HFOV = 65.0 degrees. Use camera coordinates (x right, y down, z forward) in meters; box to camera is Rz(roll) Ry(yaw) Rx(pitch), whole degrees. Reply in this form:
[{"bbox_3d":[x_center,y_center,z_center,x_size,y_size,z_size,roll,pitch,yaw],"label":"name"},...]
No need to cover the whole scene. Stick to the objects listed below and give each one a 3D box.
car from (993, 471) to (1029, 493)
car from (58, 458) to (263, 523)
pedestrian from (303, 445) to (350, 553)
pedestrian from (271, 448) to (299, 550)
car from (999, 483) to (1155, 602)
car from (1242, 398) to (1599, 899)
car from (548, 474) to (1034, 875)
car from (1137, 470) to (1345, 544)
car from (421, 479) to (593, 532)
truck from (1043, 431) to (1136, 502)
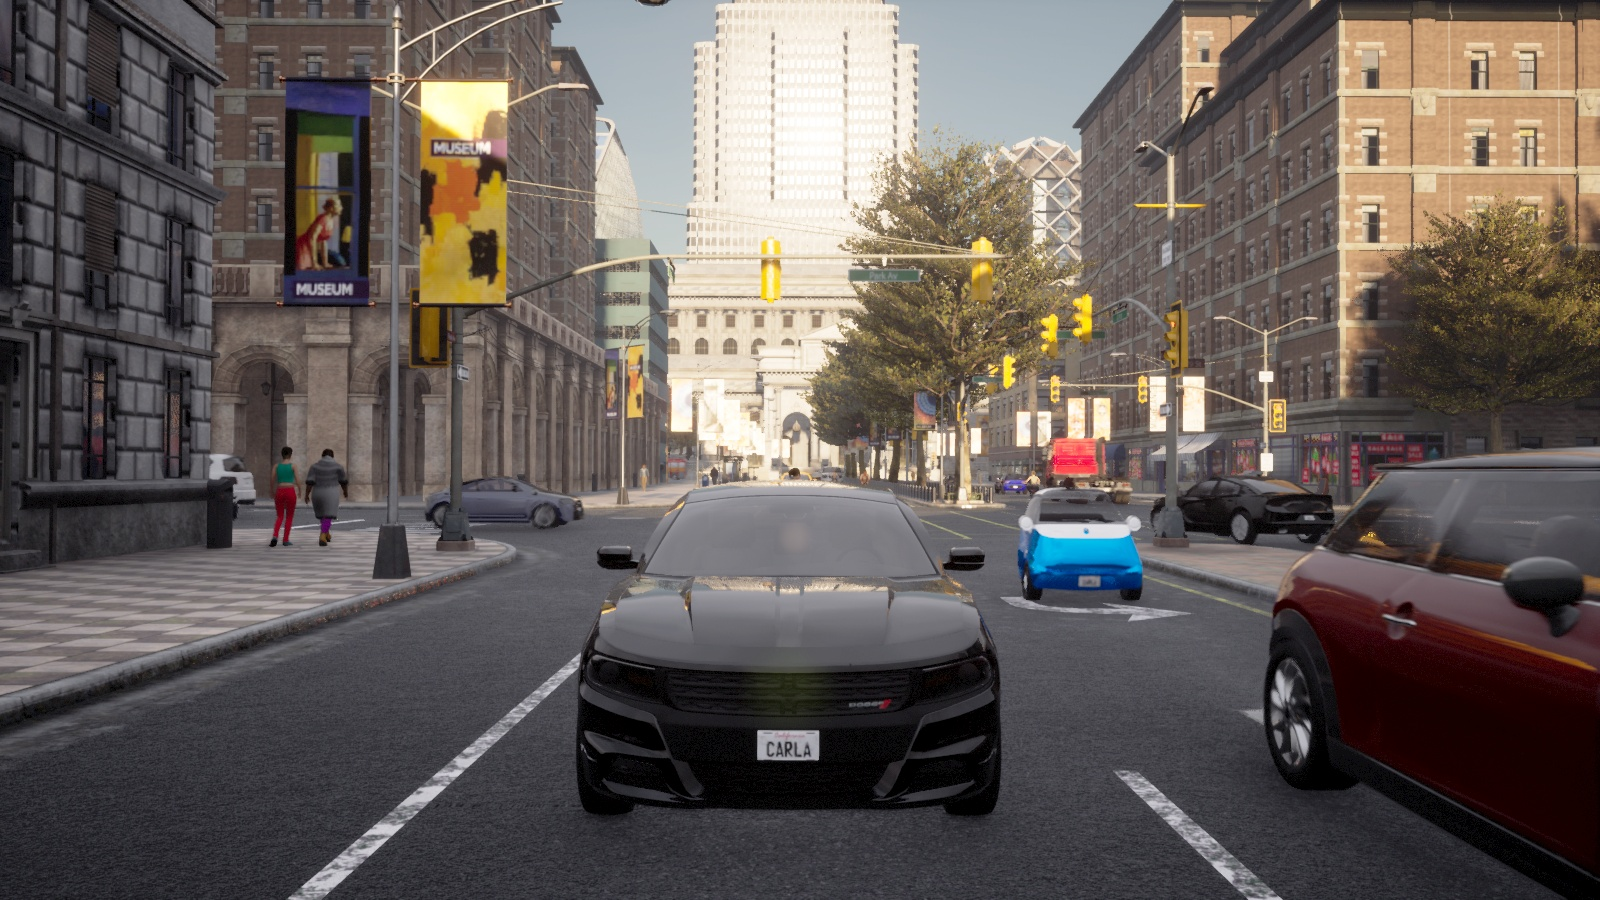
[{"bbox_3d":[14.748,2.243,87.976,1.816,1.474,4.193,0,-1,0],"label":"car"},{"bbox_3d":[-20.738,1.301,40.880,5.566,2.045,2.150,0,-1,-1],"label":"car"},{"bbox_3d":[-8.760,0.896,23.263,0.659,1.952,0.873,0,-1,-9],"label":"pedestrian"},{"bbox_3d":[-9.398,0.893,22.932,0.345,1.836,0.594,0,-1,-8],"label":"pedestrian"},{"bbox_3d":[3.435,1.123,15.896,1.481,1.376,2.207,0,-1,0],"label":"car"},{"bbox_3d":[3.462,0.736,4.535,2.097,1.767,4.553,0,-1,0],"label":"car"},{"bbox_3d":[-0.045,0.916,7.376,1.882,1.535,5.008,0,-1,0],"label":"car"},{"bbox_3d":[10.000,1.238,28.977,1.882,1.535,5.008,0,-1,-18],"label":"car"},{"bbox_3d":[-7.857,1.479,33.981,4.181,1.385,1.994,0,-1,0],"label":"car"},{"bbox_3d":[14.812,0.861,64.870,2.891,3.462,7.936,0,-1,0],"label":"truck"}]
